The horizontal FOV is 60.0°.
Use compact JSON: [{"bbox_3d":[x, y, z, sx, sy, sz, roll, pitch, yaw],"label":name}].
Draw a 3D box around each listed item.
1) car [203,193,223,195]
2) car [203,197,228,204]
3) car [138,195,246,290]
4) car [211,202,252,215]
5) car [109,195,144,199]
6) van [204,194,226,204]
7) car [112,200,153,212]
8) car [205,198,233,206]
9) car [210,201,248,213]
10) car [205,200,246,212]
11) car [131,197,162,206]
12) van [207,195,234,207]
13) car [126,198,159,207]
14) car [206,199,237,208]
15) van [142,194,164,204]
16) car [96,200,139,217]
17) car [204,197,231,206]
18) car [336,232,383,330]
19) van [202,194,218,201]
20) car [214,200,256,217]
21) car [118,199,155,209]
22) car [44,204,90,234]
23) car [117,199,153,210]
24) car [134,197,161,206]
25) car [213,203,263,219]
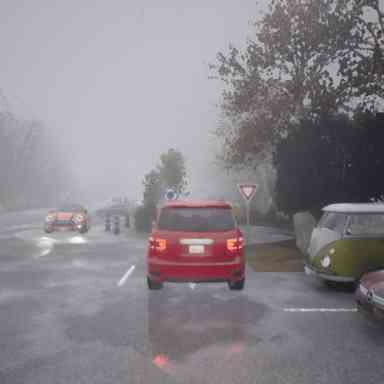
[{"bbox_3d":[4.783,1.591,51.398,5.566,2.045,2.435,0,1,0],"label":"car"},{"bbox_3d":[4.750,1.744,68.012,5.008,1.535,2.097,0,0,0],"label":"car"},{"bbox_3d":[0.080,1.214,9.196,2.150,2.045,5.566,0,0,0],"label":"car"},{"bbox_3d":[4.731,1.977,40.322,4.792,1.488,2.163,0,1,0],"label":"car"},{"bbox_3d":[-8.293,1.669,43.095,5.566,2.045,2.435,0,1,0],"label":"car"},{"bbox_3d":[4.860,1.516,70.782,4.442,1.987,1.878,0,0,0],"label":"van"},{"bbox_3d":[-8.137,1.891,45.873,5.366,1.575,1.946,0,1,0],"label":"car"},{"bbox_3d":[4.778,1.800,59.835,4.792,1.488,2.163,0,0,0],"label":"car"},{"bbox_3d":[4.756,1.961,43.092,4.674,1.452,2.002,0,1,0],"label":"car"},{"bbox_3d":[4.571,1.892,45.861,5.366,1.575,1.946,0,1,0],"label":"car"},{"bbox_3d":[-8.145,1.768,59.751,5.366,1.575,1.946,0,0,0],"label":"car"},{"bbox_3d":[4.868,1.565,57.062,4.442,1.987,1.878,0,0,0],"label":"van"},{"bbox_3d":[-8.514,1.787,57.098,5.366,1.575,1.946,0,1,0],"label":"car"},{"bbox_3d":[4.724,1.846,54.170,4.792,1.488,2.163,0,1,0],"label":"car"},{"bbox_3d":[-8.219,1.515,70.848,4.442,1.987,1.878,0,0,0],"label":"van"},{"bbox_3d":[-8.348,2.003,37.545,4.792,1.488,2.163,0,1,0],"label":"car"},{"bbox_3d":[4.777,1.786,62.474,4.792,1.488,2.163,0,0,0],"label":"car"},{"bbox_3d":[5.043,1.516,5.136,4.674,1.452,2.002,0,0,0],"label":"car"},{"bbox_3d":[4.850,1.500,90.299,4.442,1.987,1.878,0,0,0],"label":"van"},{"bbox_3d":[4.793,1.847,37.675,4.553,1.767,2.185,0,1,0],"label":"car"},{"bbox_3d":[-8.511,1.838,51.425,5.366,1.575,1.946,0,1,0],"label":"car"},{"bbox_3d":[-7.345,1.488,19.947,2.097,1.767,4.553,1,-2,-12],"label":"car"},{"bbox_3d":[-8.318,1.869,48.650,4.892,1.521,2.231,0,1,0],"label":"car"},{"bbox_3d":[-8.338,1.757,62.518,4.892,1.521,2.231,0,0,0],"label":"car"},{"bbox_3d":[4.758,1.999,34.905,5.008,1.535,2.097,0,1,0],"label":"car"}]
